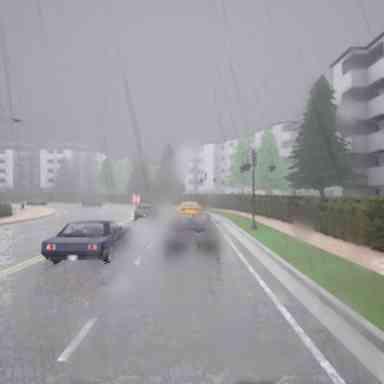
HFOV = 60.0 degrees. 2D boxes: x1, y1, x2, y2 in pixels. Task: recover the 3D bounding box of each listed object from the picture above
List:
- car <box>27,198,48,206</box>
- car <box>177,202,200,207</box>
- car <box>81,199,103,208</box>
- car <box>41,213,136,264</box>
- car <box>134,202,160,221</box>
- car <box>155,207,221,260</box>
[{"bbox_3d":[-26.885,1.743,57.736,4.181,1.385,1.994,0,0,37],"label":"car"},{"bbox_3d":[-0.277,1.567,28.718,1.882,1.535,5.008,0,0,-4],"label":"car"},{"bbox_3d":[-15.209,1.757,50.584,1.895,1.301,4.718,0,0,-36],"label":"car"},{"bbox_3d":[-3.462,1.638,11.923,1.895,1.301,4.718,0,0,0],"label":"car"},{"bbox_3d":[-3.699,1.577,27.528,2.128,1.511,4.902,0,0,-3],"label":"car"},{"bbox_3d":[0.044,1.531,12.532,2.128,1.511,4.902,0,0,0],"label":"car"}]
